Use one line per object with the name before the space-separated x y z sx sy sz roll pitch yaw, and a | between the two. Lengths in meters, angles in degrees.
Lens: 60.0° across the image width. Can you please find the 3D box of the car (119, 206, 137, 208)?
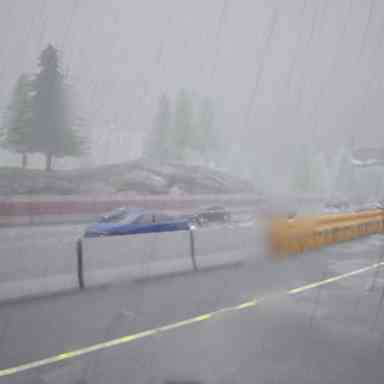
car | -5.294 1.849 26.572 4.674 1.442 1.812 1 -1 -40

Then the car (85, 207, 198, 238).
car | -2.401 1.663 15.403 5.008 1.535 1.882 1 -1 -38

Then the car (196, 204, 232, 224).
car | 1.261 1.814 27.673 4.892 1.490 1.837 1 -1 -43

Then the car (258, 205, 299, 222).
car | 7.508 1.856 28.776 4.181 1.385 1.994 0 -1 -44

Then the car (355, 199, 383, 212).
car | 19.203 1.843 35.624 1.812 1.442 4.674 -1 -1 44

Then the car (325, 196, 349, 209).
car | 24.276 1.752 55.632 5.566 2.045 2.150 0 -1 -44
